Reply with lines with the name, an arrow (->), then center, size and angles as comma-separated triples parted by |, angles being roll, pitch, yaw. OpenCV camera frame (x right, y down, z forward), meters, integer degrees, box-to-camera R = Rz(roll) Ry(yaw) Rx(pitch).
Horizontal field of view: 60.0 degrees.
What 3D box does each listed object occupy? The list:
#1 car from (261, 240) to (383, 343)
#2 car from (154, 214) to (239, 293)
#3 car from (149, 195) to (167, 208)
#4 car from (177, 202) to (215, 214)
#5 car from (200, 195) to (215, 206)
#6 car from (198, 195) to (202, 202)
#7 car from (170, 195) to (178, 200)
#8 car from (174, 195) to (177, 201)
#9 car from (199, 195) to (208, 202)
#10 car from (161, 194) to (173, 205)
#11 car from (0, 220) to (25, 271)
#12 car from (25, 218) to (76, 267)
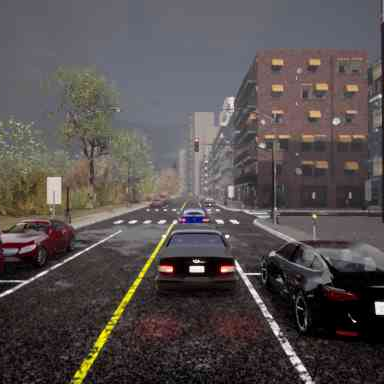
car -> 2.578, 1.567, 6.453 | 1.947, 1.339, 4.313 | 1, 0, 0
car -> 0.106, 1.550, 8.984 | 2.033, 1.411, 5.357 | 0, 0, 0
car -> -5.272, 1.567, 49.472 | 1.887, 1.381, 4.507 | 1, 0, 0
car -> 0.121, 1.530, 18.574 | 1.812, 1.442, 4.674 | 0, 0, 0
car -> 2.608, 1.574, 50.270 | 2.008, 1.369, 4.403 | 1, 0, 0
car -> 2.620, 1.621, 67.319 | 1.802, 1.307, 4.206 | 1, 0, 0
car -> -5.241, 1.626, 94.881 | 2.008, 1.369, 4.403 | 1, 0, 0
car -> -5.249, 1.609, 83.528 | 2.008, 1.369, 4.403 | 1, 0, 0
car -> 2.629, 1.492, 78.686 | 1.967, 1.590, 4.097 | 1, 0, 0
car -> -5.262, 1.347, 60.824 | 2.192, 1.841, 5.009 | 1, 0, 0
car -> -5.301, 1.316, 5.702 | 2.192, 1.841, 5.009 | 1, 0, 0
car -> -5.299, 1.585, 11.357 | 1.802, 1.307, 4.206 | 1, 0, 0
